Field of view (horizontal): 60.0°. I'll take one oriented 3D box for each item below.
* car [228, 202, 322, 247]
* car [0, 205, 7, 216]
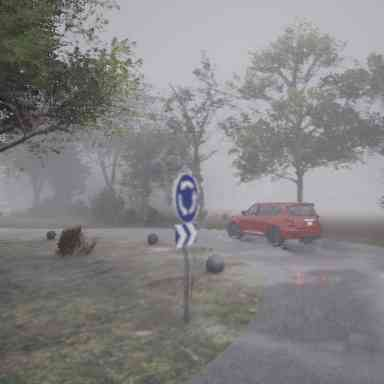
[{"bbox_3d":[4.026,1.552,17.084,2.150,2.045,5.566,1,-2,-26],"label":"car"},{"bbox_3d":[-32.405,3.384,55.159,1.895,1.301,4.718,-2,-1,-25],"label":"car"}]
